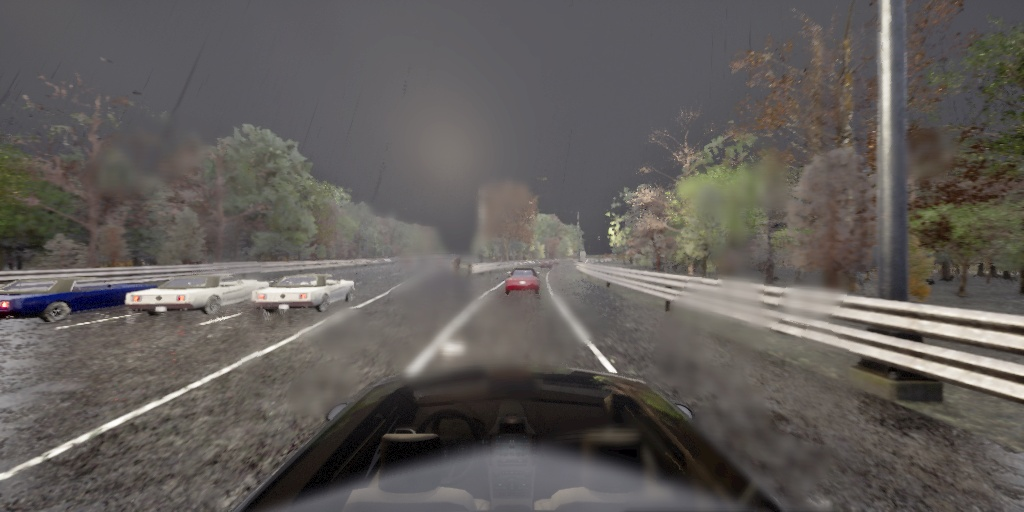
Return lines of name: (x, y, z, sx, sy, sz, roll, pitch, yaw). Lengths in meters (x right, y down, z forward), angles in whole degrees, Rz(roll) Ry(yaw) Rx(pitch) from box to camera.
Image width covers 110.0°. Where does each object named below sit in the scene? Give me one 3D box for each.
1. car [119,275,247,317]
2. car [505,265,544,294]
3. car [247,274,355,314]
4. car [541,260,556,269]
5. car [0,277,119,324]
car: (-11.072, 1.339, 13.223, 1.895, 1.301, 4.718, 0, 0, -7)
car: (0.690, 1.378, 20.883, 1.994, 1.385, 4.181, 0, 0, 4)
car: (-7.608, 1.337, 13.717, 1.895, 1.301, 4.718, 0, 0, -7)
car: (6.266, 1.521, 64.528, 1.812, 1.442, 4.674, 0, 0, 12)
car: (-14.414, 1.341, 11.769, 1.895, 1.301, 4.718, 0, 0, -7)
